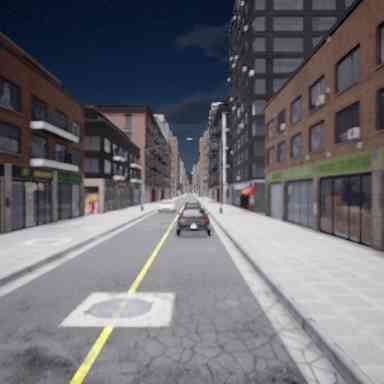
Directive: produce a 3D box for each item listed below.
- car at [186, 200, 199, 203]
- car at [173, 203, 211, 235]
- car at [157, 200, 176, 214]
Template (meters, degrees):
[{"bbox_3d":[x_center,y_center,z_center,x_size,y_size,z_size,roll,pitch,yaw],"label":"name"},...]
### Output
[{"bbox_3d":[0.076,1.600,37.658,2.128,1.511,4.902,0,0,0],"label":"car"},{"bbox_3d":[0.087,1.580,18.953,1.812,1.442,4.674,0,0,0],"label":"car"},{"bbox_3d":[-2.772,1.634,37.606,1.812,1.442,4.674,0,0,0],"label":"car"}]
